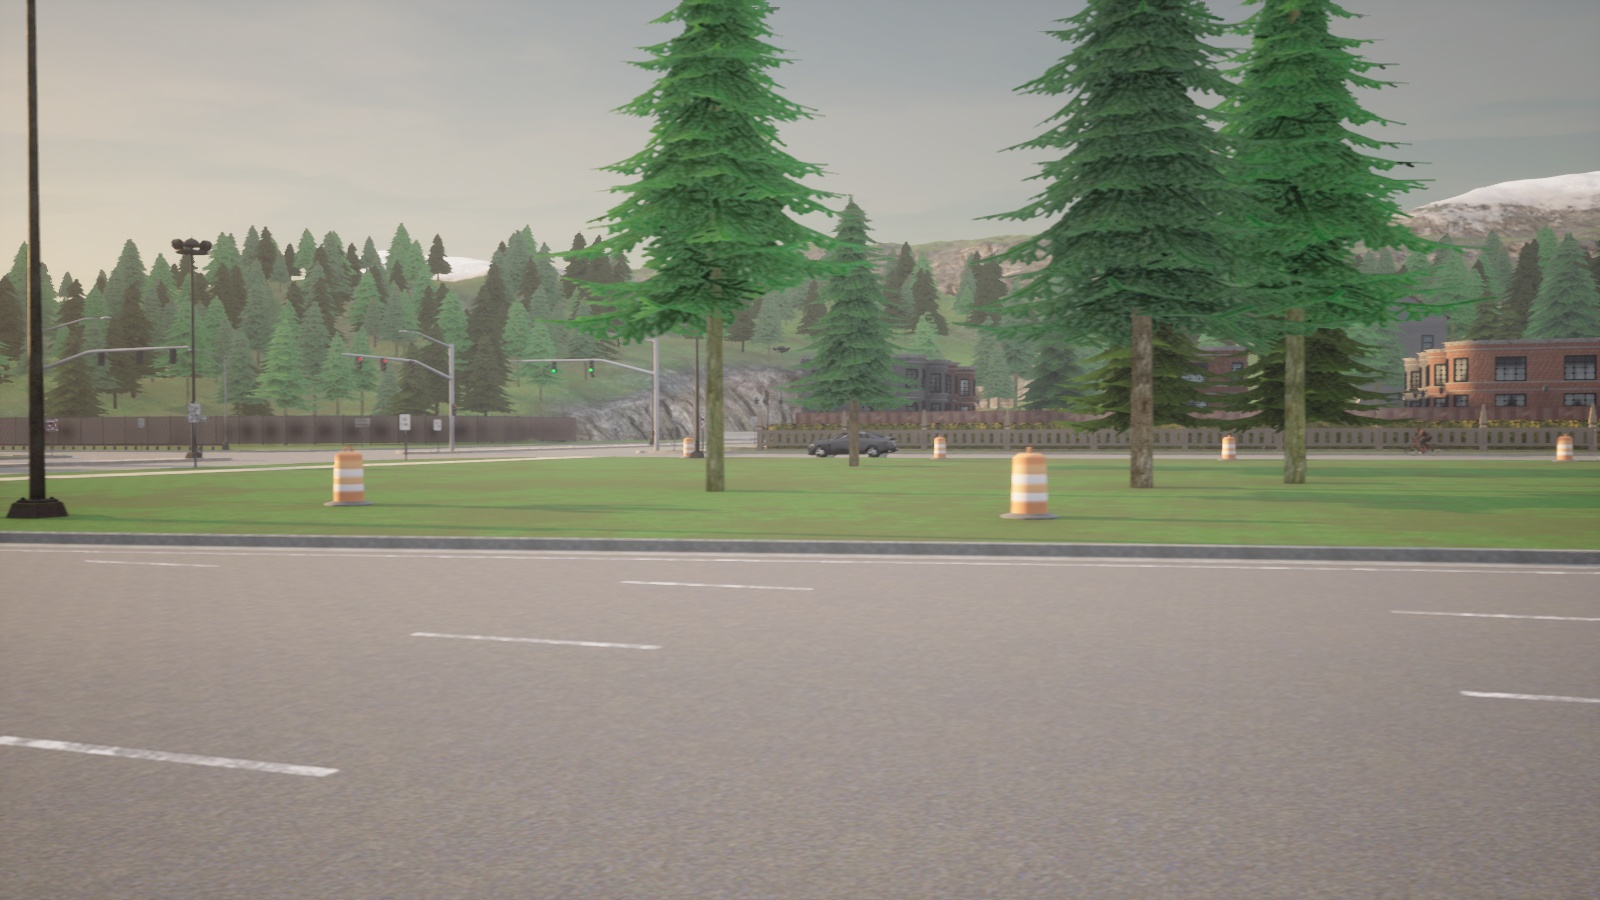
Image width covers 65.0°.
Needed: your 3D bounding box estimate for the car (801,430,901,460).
[{"bbox_3d":[2.743,-0.281,67.071,4.902,1.511,2.128,1,1,18],"label":"car"}]
